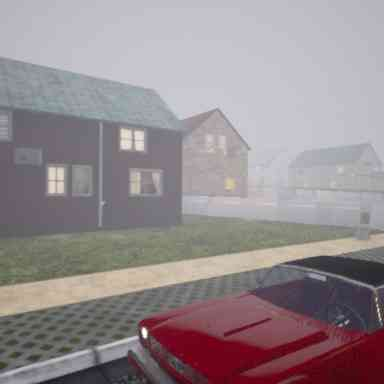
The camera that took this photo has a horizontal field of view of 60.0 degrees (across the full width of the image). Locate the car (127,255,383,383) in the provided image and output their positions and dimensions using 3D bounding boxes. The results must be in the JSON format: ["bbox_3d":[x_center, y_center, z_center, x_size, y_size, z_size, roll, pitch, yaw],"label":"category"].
[{"bbox_3d":[1.661,1.600,4.200,4.718,1.301,1.895,0,0,-35],"label":"car"}]

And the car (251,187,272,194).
[{"bbox_3d":[9.057,0.053,44.272,1.882,1.535,5.008,1,2,-33],"label":"car"}]
